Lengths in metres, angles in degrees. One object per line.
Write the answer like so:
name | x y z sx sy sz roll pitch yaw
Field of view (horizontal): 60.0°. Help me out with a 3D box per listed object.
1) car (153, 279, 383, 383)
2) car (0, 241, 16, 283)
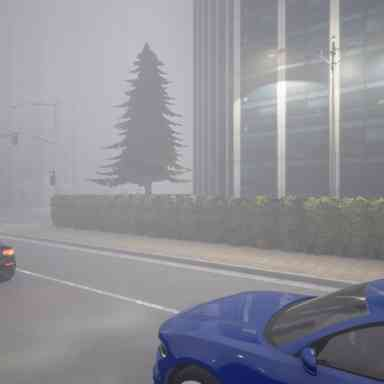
car | 1.900 1.478 2.639 5.008 1.535 1.882 0 0 36
car | -6.228 1.526 8.390 4.674 1.442 1.812 0 0 36
